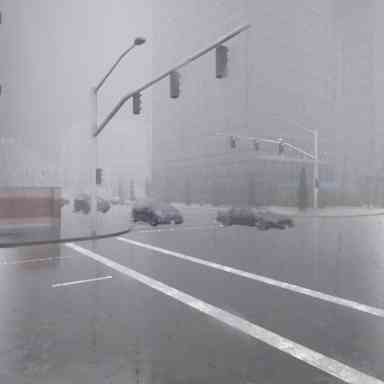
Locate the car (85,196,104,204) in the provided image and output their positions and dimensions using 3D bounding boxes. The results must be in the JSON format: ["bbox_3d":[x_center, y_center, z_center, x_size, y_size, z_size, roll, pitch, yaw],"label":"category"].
[{"bbox_3d":[-19.032,1.492,64.819,2.128,1.511,4.902,0,0,-36],"label":"car"}]

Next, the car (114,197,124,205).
[{"bbox_3d":[-13.067,1.526,56.485,1.812,1.442,4.674,0,0,-36],"label":"car"}]

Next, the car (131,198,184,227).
[{"bbox_3d":[-2.479,1.352,23.085,2.097,1.767,4.553,0,0,-34],"label":"car"}]

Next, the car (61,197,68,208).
[{"bbox_3d":[-20.031,1.225,47.877,2.150,2.045,5.566,0,0,-36],"label":"car"}]

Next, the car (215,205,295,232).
[{"bbox_3d":[3.709,1.548,20.689,2.033,1.411,5.357,0,0,-36],"label":"car"}]

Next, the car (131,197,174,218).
[{"bbox_3d":[-3.812,1.352,31.190,2.097,1.767,4.553,0,0,-36],"label":"car"}]

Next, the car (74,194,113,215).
[{"bbox_3d":[-10.624,1.222,34.692,2.150,2.045,5.566,0,0,-36],"label":"car"}]
